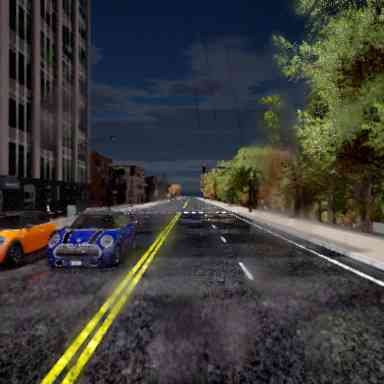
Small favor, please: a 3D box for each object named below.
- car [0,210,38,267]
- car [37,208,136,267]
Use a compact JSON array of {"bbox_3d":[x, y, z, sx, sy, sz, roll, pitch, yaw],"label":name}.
[{"bbox_3d":[-6.600,1.499,11.940,2.097,1.767,4.553,0,-1,0],"label":"car"},{"bbox_3d":[-3.349,1.498,11.888,2.097,1.767,4.553,0,-1,0],"label":"car"}]
